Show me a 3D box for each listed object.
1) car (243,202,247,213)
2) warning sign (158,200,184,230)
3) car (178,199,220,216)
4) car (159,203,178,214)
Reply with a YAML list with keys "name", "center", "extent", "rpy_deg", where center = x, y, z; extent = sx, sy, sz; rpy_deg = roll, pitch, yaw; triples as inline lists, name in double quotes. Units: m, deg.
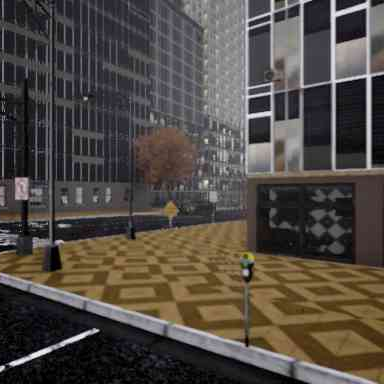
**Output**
- name: "car"
  center: [9.308, 2.229, 49.568]
  extent: [2.097, 1.767, 4.553]
  rpy_deg: [0, -1, 33]
- name: "warning sign"
  center: [-1.378, 1.470, 21.758]
  extent: [1.300, 1.860, 1.060]
  rpy_deg: [1, 1, 33]
- name: "car"
  center: [0.996, 1.918, 42.922]
  extent: [2.150, 2.045, 5.566]
  rpy_deg: [0, -1, 33]
- name: "car"
  center: [-2.326, 2.183, 43.767]
  extent: [1.837, 1.490, 4.892]
  rpy_deg: [0, -1, 33]
